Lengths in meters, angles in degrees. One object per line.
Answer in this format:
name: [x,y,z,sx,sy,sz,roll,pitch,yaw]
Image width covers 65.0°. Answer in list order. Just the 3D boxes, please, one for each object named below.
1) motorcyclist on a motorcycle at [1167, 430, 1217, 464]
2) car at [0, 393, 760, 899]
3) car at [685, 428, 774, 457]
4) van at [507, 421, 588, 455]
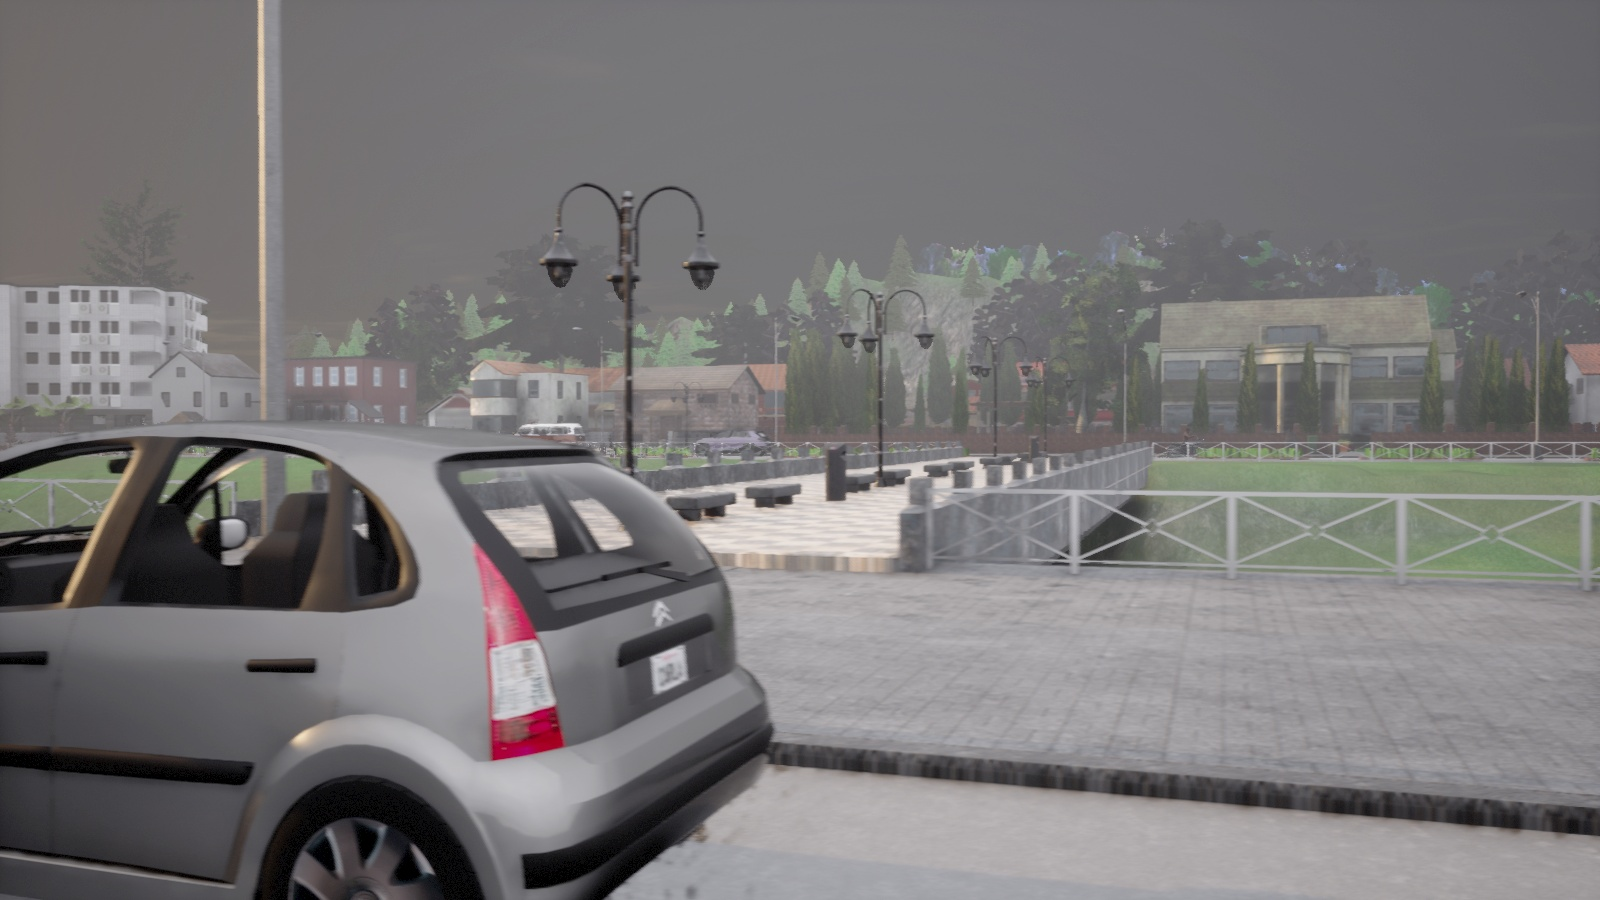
motorcyclist on a motorcycle: [19.438,-0.147,62.248,2.350,1.649,0.766,1,1,19]
car: [-2.339,0.644,4.504,3.988,1.617,1.851,1,1,19]
car: [-4.172,-0.451,74.418,4.856,1.649,2.033,1,1,19]
van: [-15.733,-0.763,78.307,4.480,2.038,2.069,1,1,19]
